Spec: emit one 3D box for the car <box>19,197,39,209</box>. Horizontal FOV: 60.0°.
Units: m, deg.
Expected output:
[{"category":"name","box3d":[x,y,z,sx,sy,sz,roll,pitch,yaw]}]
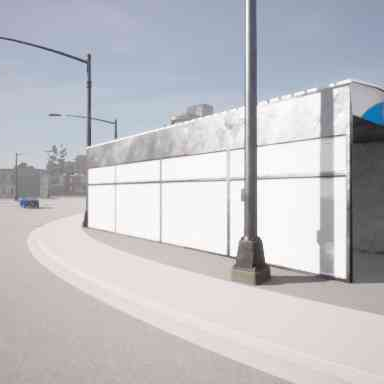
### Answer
[{"category":"car","box3d":[-22.566,1.457,46.095,1.882,1.535,5.008,0,0,-35]}]
